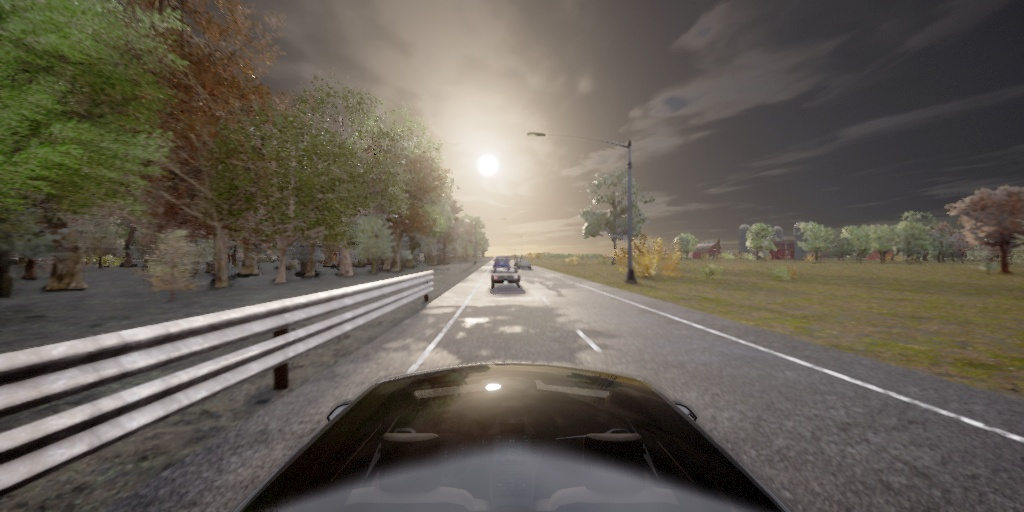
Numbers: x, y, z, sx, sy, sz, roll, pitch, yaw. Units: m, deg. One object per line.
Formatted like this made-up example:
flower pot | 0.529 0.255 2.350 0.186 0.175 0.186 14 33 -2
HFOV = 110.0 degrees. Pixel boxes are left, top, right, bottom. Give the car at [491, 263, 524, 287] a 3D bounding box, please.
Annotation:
car | -0.458 1.353 24.275 1.895 1.301 4.718 0 0 -2

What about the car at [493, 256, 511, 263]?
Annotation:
car | -1.311 0.971 46.635 2.150 2.045 5.566 0 0 -2

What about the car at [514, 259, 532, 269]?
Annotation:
car | 1.827 1.293 53.691 1.994 1.385 4.181 0 0 -2
